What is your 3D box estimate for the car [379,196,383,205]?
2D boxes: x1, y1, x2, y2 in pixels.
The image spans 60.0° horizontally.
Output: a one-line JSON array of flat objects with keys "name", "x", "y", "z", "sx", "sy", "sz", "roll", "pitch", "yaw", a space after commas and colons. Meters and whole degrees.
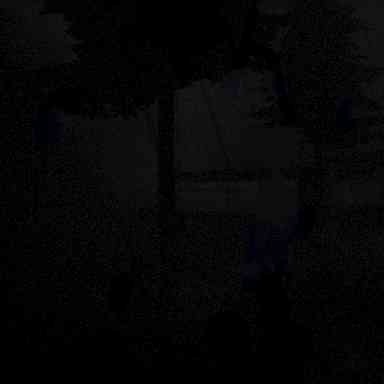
[{"name": "car", "x": 24.311, "y": 0.772, "z": 40.356, "sx": 3.633, "sy": 1.501, "sz": 1.845, "roll": -1, "pitch": 1, "yaw": -35}]
